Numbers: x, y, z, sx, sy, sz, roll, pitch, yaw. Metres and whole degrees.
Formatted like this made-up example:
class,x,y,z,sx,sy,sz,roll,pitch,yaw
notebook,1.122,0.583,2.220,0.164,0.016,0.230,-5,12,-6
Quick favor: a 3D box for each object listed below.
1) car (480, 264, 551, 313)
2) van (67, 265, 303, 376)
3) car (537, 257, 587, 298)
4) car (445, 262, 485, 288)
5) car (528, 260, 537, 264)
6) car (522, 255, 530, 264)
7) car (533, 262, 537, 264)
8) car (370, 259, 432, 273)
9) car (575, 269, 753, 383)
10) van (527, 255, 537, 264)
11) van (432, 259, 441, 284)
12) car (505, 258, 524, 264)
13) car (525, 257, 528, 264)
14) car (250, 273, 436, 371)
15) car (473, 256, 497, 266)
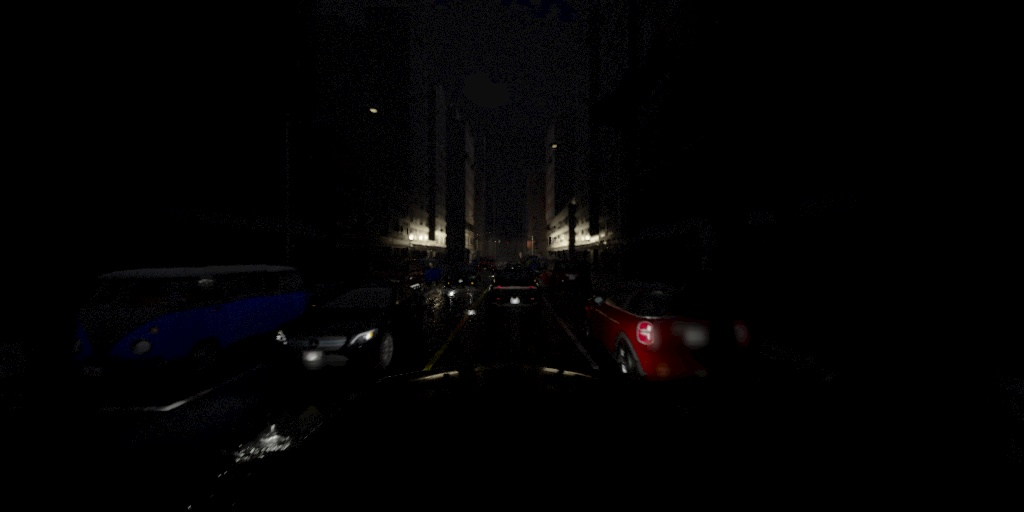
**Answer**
class,x,y,z,sx,sy,sz,roll,pitch,yaw
car,0.101,1.243,13.987,2.128,1.511,4.902,0,0,0
van,-5.857,1.091,7.114,1.690,1.789,3.998,0,0,0
car,2.668,1.065,18.302,2.192,1.841,5.009,0,0,0
car,-3.095,1.312,23.508,1.994,1.385,4.181,0,0,0
car,2.669,1.294,29.473,2.007,1.370,4.403,0,0,0
car,3.109,0.924,56.984,2.150,2.045,5.566,0,0,0
car,2.669,1.314,23.887,1.948,1.339,4.313,0,0,0
car,-5.857,1.065,18.287,2.192,1.841,5.009,0,0,0
car,2.668,1.191,7.131,1.967,1.591,4.097,0,0,0
van,2.669,1.078,35.059,1.690,1.789,3.998,0,0,0
van,-5.857,1.088,23.873,1.690,1.789,3.998,0,0,0
car,0.074,1.293,40.921,1.994,1.385,4.181,0,0,0
car,3.150,1.240,49.955,1.812,1.442,4.674,0,0,0
car,-3.105,1.277,7.850,1.812,1.442,4.674,0,0,-1
car,-2.999,1.054,42.268,2.150,2.045,5.566,0,0,0
